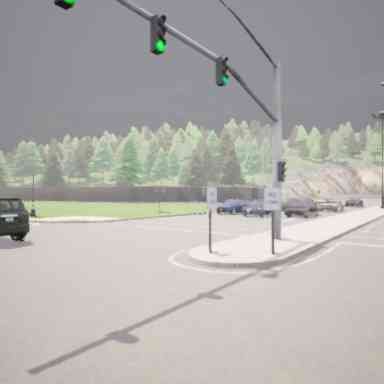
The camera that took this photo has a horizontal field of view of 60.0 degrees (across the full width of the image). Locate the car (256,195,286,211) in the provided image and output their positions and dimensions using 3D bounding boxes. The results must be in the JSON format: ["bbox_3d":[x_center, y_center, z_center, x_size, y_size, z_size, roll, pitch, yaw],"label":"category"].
[{"bbox_3d":[9.995,1.342,41.948,2.097,1.767,4.553,0,0,36],"label":"car"}]

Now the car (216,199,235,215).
[{"bbox_3d":[4.286,1.467,34.130,1.882,1.535,5.008,0,0,36],"label":"car"}]

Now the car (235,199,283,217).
[{"bbox_3d":[6.346,1.483,31.038,2.128,1.511,4.902,0,0,36],"label":"car"}]

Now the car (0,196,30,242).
[{"bbox_3d":[-9.638,1.211,15.171,5.566,2.045,2.150,0,0,36],"label":"car"}]

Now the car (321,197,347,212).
[{"bbox_3d":[16.076,1.595,38.420,1.895,1.301,4.718,0,0,36],"label":"car"}]

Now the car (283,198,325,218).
[{"bbox_3d":[10.130,1.542,30.279,2.033,1.411,5.357,0,0,36],"label":"car"}]

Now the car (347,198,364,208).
[{"bbox_3d":[23.979,1.542,49.193,2.033,1.411,5.357,0,0,37],"label":"car"}]

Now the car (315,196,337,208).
[{"bbox_3d":[20.042,1.470,49.760,1.882,1.535,5.008,0,0,36],"label":"car"}]

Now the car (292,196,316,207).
[{"bbox_3d":[17.713,1.482,52.492,2.128,1.511,4.902,0,0,37],"label":"car"}]
